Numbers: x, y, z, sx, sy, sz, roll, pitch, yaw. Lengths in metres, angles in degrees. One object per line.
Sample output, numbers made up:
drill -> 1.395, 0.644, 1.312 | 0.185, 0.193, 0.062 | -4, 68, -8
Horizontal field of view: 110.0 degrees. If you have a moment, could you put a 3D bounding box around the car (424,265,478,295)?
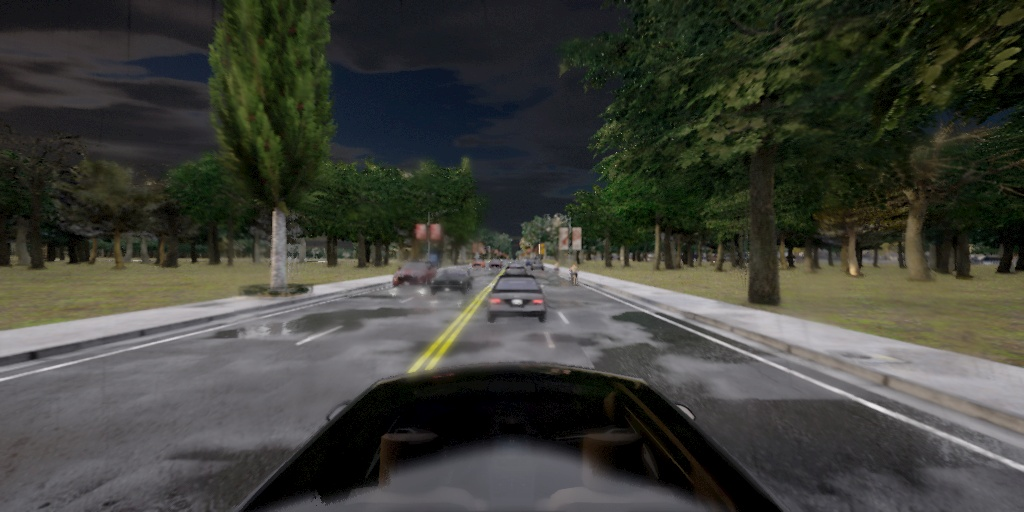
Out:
car -> -3.221, 1.380, 19.998 | 1.895, 1.301, 4.718 | 0, 0, 0

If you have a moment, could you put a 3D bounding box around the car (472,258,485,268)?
car -> -6.038, 1.243, 65.059 | 2.097, 1.767, 4.553 | 0, 0, 1

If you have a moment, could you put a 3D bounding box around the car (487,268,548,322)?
car -> 0.170, 1.325, 12.408 | 2.033, 1.411, 5.357 | 0, 0, 0

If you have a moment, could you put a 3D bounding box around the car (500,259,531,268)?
car -> 0.323, 1.317, 31.694 | 2.128, 1.511, 4.902 | 0, 0, 0

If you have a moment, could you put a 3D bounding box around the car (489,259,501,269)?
car -> -2.829, 1.241, 61.810 | 2.097, 1.767, 4.553 | 0, 0, 1

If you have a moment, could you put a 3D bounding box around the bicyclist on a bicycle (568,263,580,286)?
bicyclist on a bicycle -> 4.332, 1.265, 24.983 | 0.866, 1.612, 1.509 | 0, 0, 0

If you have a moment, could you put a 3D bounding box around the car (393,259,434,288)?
car -> -6.435, 1.126, 24.295 | 2.097, 1.767, 4.553 | 0, 0, 0

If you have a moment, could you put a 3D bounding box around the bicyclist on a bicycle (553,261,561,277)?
bicyclist on a bicycle -> 4.410, 1.290, 34.913 | 0.866, 1.612, 1.509 | 0, 0, 0

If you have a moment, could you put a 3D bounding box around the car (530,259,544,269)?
car -> 3.746, 1.392, 53.716 | 2.128, 1.511, 4.902 | 0, 0, 0
